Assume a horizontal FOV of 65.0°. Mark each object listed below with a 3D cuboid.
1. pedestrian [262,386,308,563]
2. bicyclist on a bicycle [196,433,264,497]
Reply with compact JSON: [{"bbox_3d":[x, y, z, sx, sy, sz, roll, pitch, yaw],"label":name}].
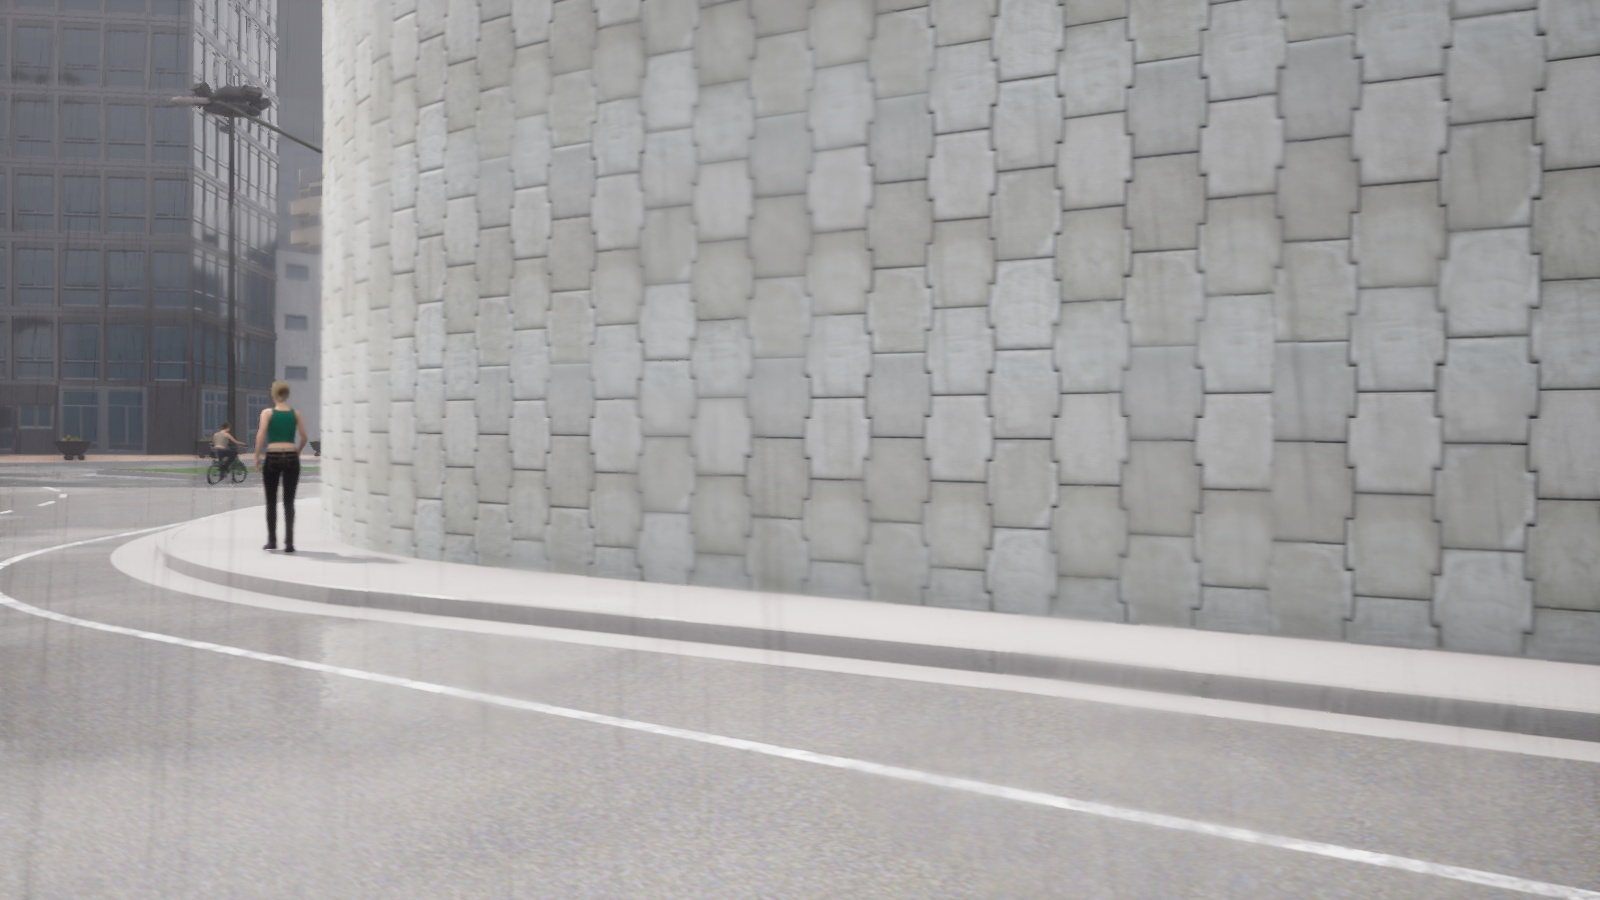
[{"bbox_3d":[-5.490,0.254,13.374,0.345,1.836,0.594,-1,1,-30],"label":"pedestrian"},{"bbox_3d":[-14.659,0.361,32.336,0.866,1.612,1.509,1,1,13],"label":"bicyclist on a bicycle"}]
